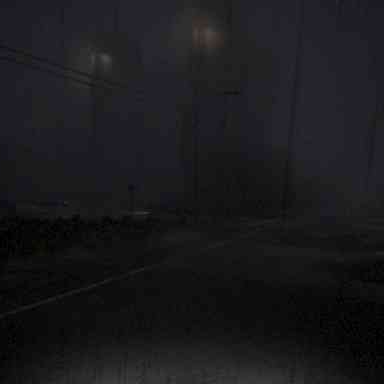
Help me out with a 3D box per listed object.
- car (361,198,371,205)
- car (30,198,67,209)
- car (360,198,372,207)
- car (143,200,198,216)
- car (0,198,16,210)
[{"bbox_3d":[37.170,2.010,70.837,1.812,1.442,4.674,1,0,28],"label":"car"},{"bbox_3d":[-17.470,1.324,40.345,4.718,1.301,1.895,1,0,28],"label":"car"},{"bbox_3d":[32.177,1.986,61.465,2.033,1.411,5.357,1,0,28],"label":"car"},{"bbox_3d":[-2.104,1.501,32.424,5.357,1.411,2.033,1,0,28],"label":"car"},{"bbox_3d":[-19.768,1.171,32.782,2.242,1.667,4.611,1,0,28],"label":"car"}]
